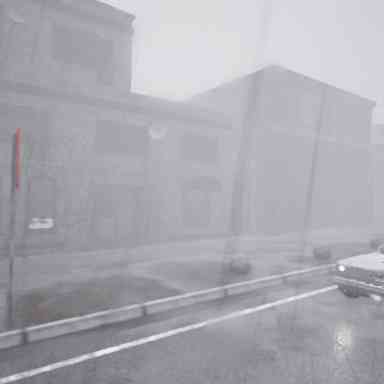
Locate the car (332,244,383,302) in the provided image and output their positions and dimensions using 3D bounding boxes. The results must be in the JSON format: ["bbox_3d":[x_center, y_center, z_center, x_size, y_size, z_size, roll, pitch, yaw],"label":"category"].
[{"bbox_3d":[5.192,1.657,7.395,4.718,1.301,1.895,1,-1,-36],"label":"car"}]
